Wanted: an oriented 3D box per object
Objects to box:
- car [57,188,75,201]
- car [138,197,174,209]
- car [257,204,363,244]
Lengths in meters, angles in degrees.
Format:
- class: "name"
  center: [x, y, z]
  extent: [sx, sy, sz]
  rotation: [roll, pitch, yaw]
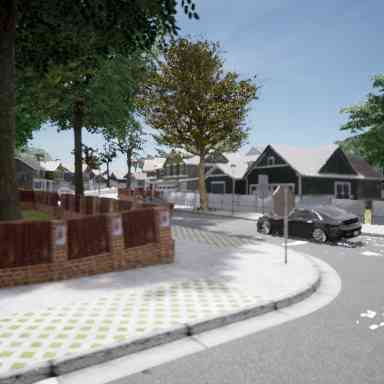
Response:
- class: "car"
  center: [-17.967, 0.316, 47.116]
  extent: [2.097, 1.767, 4.553]
  rotation: [0, 1, -31]
- class: "car"
  center: [-3.673, 1.090, 30.802]
  extent: [1.895, 1.301, 4.718]
  rotation: [0, 1, -35]
- class: "car"
  center: [5.059, 1.337, 15.026]
  extent: [1.837, 1.490, 4.892]
  rotation: [-8, 5, -34]
